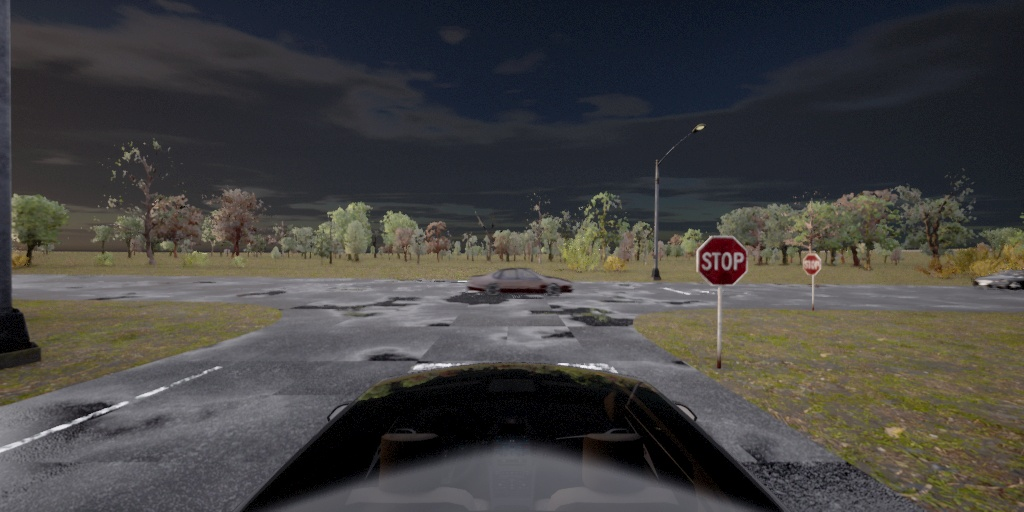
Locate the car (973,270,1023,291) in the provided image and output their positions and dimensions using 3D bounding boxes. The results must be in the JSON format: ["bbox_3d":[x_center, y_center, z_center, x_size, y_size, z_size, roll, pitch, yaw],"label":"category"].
[{"bbox_3d":[35.620,1.712,25.198,4.902,1.511,2.128,0,1,0],"label":"car"}]

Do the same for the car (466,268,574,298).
[{"bbox_3d":[0.386,1.321,18.444,5.357,1.411,2.033,0,0,0],"label":"car"}]
